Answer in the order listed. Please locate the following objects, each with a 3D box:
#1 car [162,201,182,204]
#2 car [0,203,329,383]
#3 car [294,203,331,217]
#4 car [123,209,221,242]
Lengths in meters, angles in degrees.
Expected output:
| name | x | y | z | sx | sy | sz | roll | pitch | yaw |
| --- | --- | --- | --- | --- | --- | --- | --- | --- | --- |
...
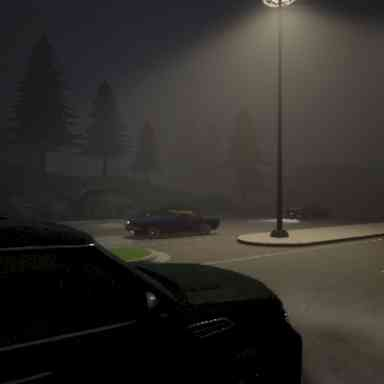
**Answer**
| name | x | y | z | sx | sy | sz | roll | pitch | yaw |
| --- | --- | --- | --- | --- | --- | --- | --- | --- | --- |
| car | -1.664 | 1.480 | 24.897 | 5.008 | 1.535 | 1.882 | 0 | 0 | -32 |
| car | -1.575 | 1.217 | 2.578 | 5.566 | 2.045 | 2.150 | 0 | 0 | -35 |
| car | 9.700 | 1.591 | 27.966 | 4.181 | 1.385 | 1.994 | 0 | 0 | -32 |
| car | -0.959 | 1.603 | 17.075 | 4.718 | 1.301 | 1.895 | 0 | 0 | -32 |
